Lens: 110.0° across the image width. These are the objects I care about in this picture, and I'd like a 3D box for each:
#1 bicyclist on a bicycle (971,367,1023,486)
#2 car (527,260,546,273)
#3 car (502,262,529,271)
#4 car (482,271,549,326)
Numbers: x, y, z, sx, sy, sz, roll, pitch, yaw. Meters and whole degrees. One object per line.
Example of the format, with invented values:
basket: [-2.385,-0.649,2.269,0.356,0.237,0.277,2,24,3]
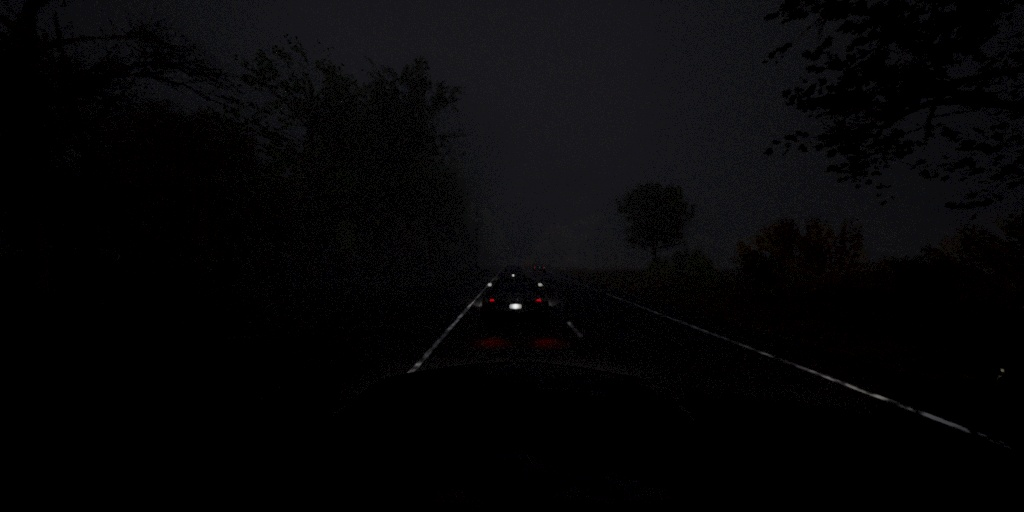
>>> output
bicyclist on a bicycle: [4.466,1.208,2.673,0.582,1.620,1.656,0,-1,0]
car: [3.592,1.562,49.285,2.033,1.411,5.357,0,0,0]
car: [0.095,1.467,29.448,1.994,1.385,4.181,0,0,0]
car: [0.097,1.370,11.872,1.994,1.385,4.181,0,0,0]
